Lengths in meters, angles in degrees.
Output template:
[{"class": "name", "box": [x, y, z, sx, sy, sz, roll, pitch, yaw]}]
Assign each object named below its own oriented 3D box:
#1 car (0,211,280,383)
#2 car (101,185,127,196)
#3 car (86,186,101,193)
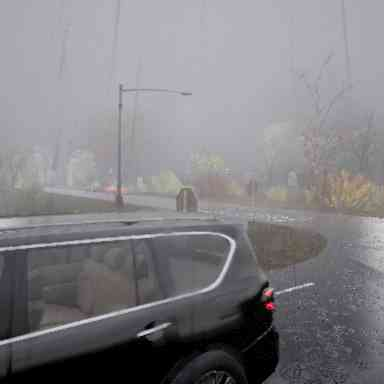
[{"class": "car", "box": [-1.701, 1.233, 2.663, 5.566, 2.045, 2.150, 0, 0, -35]}, {"class": "car", "box": [-11.942, -0.385, 52.137, 2.097, 1.767, 4.553, 0, 2, -36]}, {"class": "car", "box": [-17.583, -0.447, 59.979, 1.895, 1.301, 4.718, 0, 2, -36]}]
